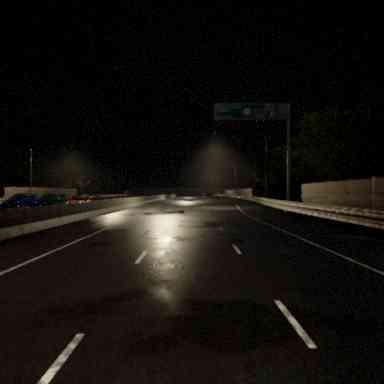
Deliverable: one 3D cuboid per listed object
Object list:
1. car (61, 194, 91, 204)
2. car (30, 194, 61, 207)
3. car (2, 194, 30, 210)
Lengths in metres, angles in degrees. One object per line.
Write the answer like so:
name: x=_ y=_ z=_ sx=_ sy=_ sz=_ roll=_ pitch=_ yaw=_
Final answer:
car: x=-14.067 y=1.337 z=41.332 sx=2.097 sy=1.767 sz=4.553 roll=0 pitch=0 yaw=0
car: x=-17.562 y=1.210 z=41.587 sx=2.150 sy=2.045 sz=5.566 roll=0 pitch=0 yaw=0
car: x=-21.062 y=1.210 z=41.232 sx=2.150 sy=2.045 sz=5.566 roll=0 pitch=0 yaw=0
